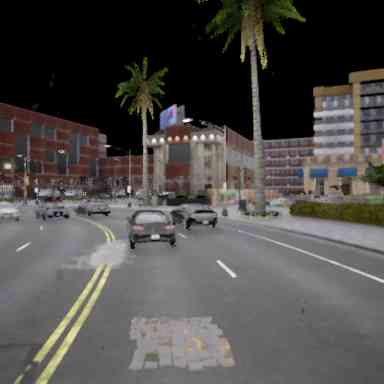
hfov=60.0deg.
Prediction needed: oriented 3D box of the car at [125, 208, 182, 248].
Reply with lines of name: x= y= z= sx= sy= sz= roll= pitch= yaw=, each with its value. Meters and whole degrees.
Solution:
car: x=-1.888 y=1.491 z=14.568 sx=1.812 sy=1.442 sz=4.674 roll=0 pitch=0 yaw=-13

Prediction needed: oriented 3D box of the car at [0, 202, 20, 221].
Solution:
car: x=-14.765 y=1.511 z=25.999 sx=1.812 sy=1.442 sz=4.674 roll=0 pitch=0 yaw=-37

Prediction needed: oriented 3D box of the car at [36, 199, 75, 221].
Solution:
car: x=-11.413 y=1.532 z=27.178 sx=1.994 sy=1.385 sz=4.181 roll=0 pitch=0 yaw=-35

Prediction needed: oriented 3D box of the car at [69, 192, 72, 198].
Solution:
car: x=-26.622 y=1.293 z=76.733 sx=4.193 sy=1.474 sz=1.816 roll=0 pitch=0 yaw=23

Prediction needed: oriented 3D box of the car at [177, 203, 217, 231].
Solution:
car: x=-0.036 y=1.432 z=20.461 sx=2.128 sy=1.511 sz=4.902 roll=0 pitch=0 yaw=-19

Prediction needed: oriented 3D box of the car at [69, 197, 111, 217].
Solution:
car: x=-9.297 y=1.496 z=30.771 sx=2.033 sy=1.411 sz=5.357 roll=0 pitch=0 yaw=-37
